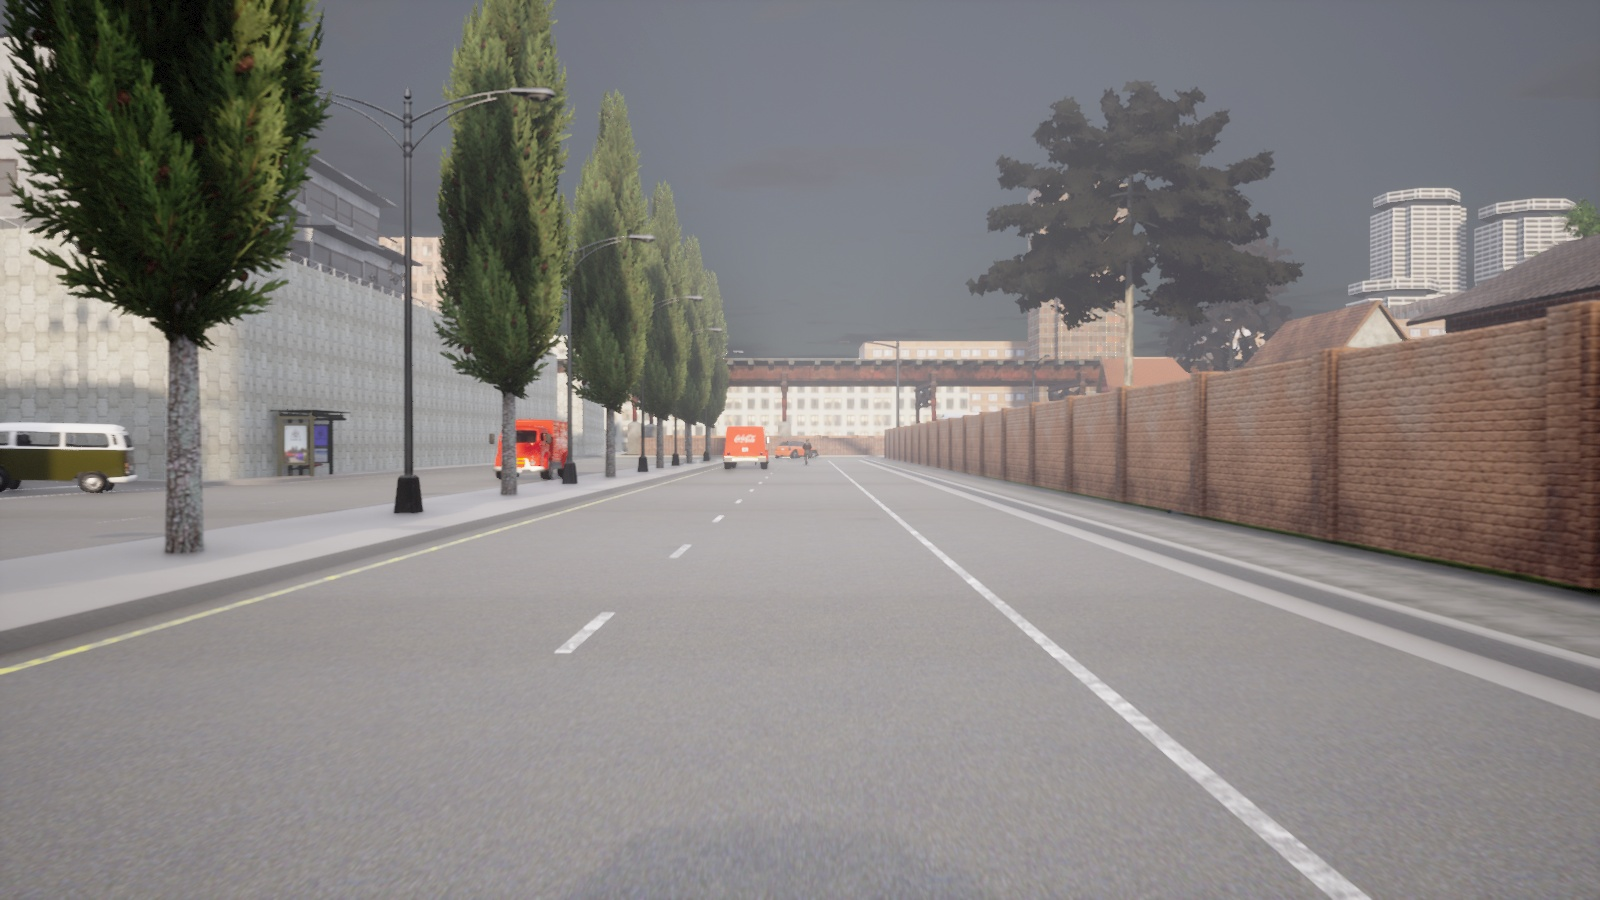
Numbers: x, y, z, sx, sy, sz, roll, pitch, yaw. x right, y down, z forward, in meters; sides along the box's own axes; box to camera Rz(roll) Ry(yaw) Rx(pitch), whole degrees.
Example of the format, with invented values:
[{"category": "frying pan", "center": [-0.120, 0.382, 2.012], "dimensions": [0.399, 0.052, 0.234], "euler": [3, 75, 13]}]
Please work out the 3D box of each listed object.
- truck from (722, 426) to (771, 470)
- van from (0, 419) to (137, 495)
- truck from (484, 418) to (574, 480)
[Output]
[{"category": "truck", "center": [-3.068, -0.155, 73.103], "dimensions": [2.627, 2.467, 5.204], "euler": [0, 0, 0]}, {"category": "van", "center": [-22.089, 0.175, 36.680], "dimensions": [4.480, 2.038, 2.069], "euler": [2, 1, -19]}, {"category": "truck", "center": [-11.187, -0.044, 52.284], "dimensions": [2.627, 2.467, 5.204], "euler": [0, 0, 0]}]
